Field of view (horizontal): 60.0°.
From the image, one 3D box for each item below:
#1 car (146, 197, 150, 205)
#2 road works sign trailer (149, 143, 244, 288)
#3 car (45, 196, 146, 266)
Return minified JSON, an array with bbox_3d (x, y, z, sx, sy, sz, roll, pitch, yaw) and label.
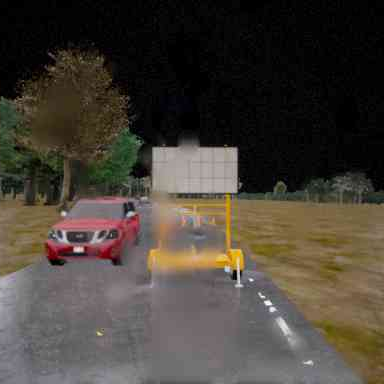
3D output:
[{"bbox_3d":[-8.664,1.542,60.576,1.812,1.442,4.674,0,0,-12],"label":"car"},{"bbox_3d":[0.077,0.464,9.245,2.380,3.560,2.880,0,0,-2],"label":"road works sign trailer"},{"bbox_3d":[-3.157,1.218,11.857,2.150,2.045,5.566,0,0,-1],"label":"car"}]
